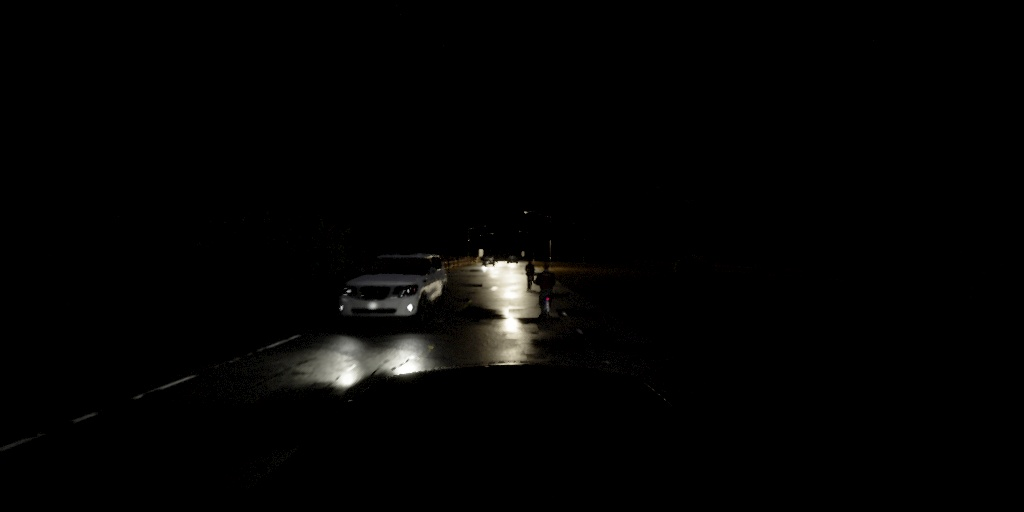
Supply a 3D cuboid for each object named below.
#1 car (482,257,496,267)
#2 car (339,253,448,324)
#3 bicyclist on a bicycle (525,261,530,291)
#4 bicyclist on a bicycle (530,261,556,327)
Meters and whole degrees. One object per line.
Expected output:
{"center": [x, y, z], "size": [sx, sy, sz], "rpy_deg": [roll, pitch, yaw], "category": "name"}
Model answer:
{"center": [-3.542, 0.843, 55.092], "size": [2.128, 1.511, 4.902], "rpy_deg": [0, 0, 0], "category": "car"}
{"center": [-3.596, 0.905, 12.038], "size": [2.150, 2.045, 5.566], "rpy_deg": [0, 1, 0], "category": "car"}
{"center": [0.970, 1.070, 19.168], "size": [0.582, 1.620, 1.656], "rpy_deg": [0, 0, 0], "category": "bicyclist on a bicycle"}
{"center": [0.968, 1.068, 10.424], "size": [0.659, 1.776, 1.843], "rpy_deg": [0, 1, 0], "category": "bicyclist on a bicycle"}
